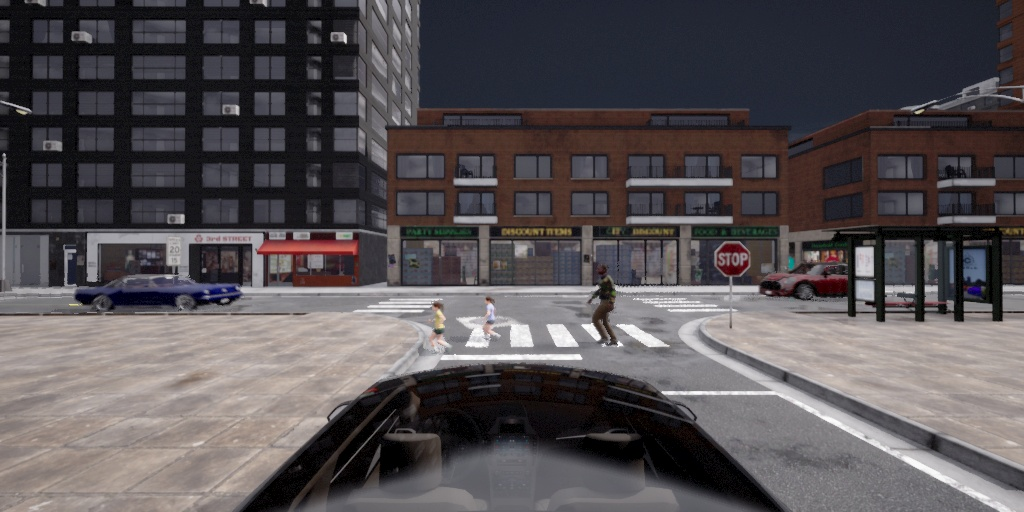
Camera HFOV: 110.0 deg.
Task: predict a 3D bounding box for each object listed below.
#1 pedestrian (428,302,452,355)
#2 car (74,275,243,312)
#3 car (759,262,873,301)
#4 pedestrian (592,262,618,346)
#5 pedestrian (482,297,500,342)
[{"bbox_3d":[-1.441,1.424,7.243,0.500,1.100,0.500,0,0,0],"label":"pedestrian"},{"bbox_3d":[-12.969,1.358,13.414,4.718,1.301,1.895,0,0,0],"label":"car"},{"bbox_3d":[14.042,1.081,16.477,4.553,1.767,2.097,0,0,0],"label":"car"},{"bbox_3d":[2.033,1.044,7.846,0.375,1.860,0.375,0,0,0],"label":"pedestrian"},{"bbox_3d":[-0.494,1.421,8.441,0.500,1.100,0.500,0,0,0],"label":"pedestrian"}]
